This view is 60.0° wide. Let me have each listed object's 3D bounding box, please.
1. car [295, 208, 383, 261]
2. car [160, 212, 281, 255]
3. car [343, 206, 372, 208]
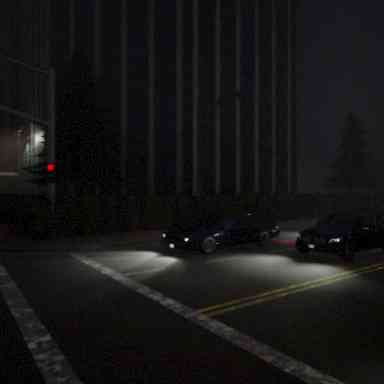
[{"bbox_3d":[5.862,1.526,12.446,4.674,1.442,1.812,0,0,-36],"label":"car"},{"bbox_3d":[1.366,1.548,13.607,5.357,1.411,2.033,0,0,-38],"label":"car"},{"bbox_3d":[9.591,1.548,19.425,5.357,1.411,2.033,0,0,-35],"label":"car"}]
